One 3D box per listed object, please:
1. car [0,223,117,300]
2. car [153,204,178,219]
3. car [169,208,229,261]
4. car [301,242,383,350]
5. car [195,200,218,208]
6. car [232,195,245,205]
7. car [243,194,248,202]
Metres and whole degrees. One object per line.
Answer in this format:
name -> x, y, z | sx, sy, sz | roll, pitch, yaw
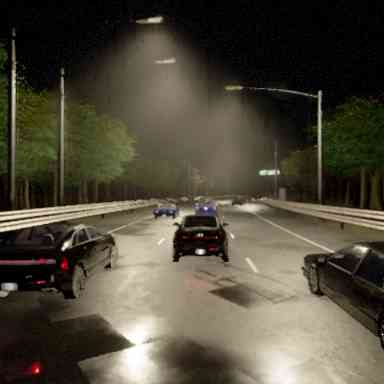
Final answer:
car -> -3.276, 1.526, 8.489 | 2.128, 1.511, 4.902 | 0, 0, 1
car -> -2.213, 1.741, 30.563 | 1.895, 1.301, 4.718 | 0, 0, 4
car -> 0.329, 1.565, 12.481 | 1.837, 1.490, 4.892 | 0, 0, 2
car -> 3.546, 1.582, 5.699 | 2.033, 1.411, 5.357 | 0, 0, 1
car -> 1.429, 1.507, 32.065 | 2.097, 1.767, 4.553 | 0, 0, 5
car -> 8.904, 1.870, 65.221 | 1.994, 1.385, 4.181 | 0, 0, 9
car -> 12.558, 1.942, 84.449 | 1.994, 1.385, 4.181 | 0, 0, 13
